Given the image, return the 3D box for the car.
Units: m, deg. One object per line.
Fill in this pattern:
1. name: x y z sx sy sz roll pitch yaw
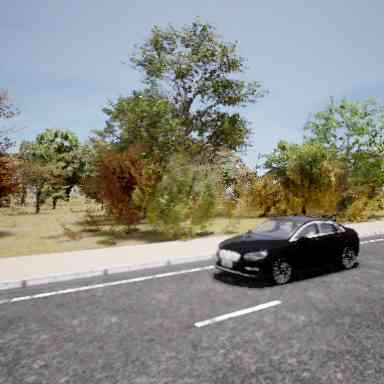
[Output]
1. car: 2.876 1.492 9.558 4.902 1.511 2.128 0 0 -35
